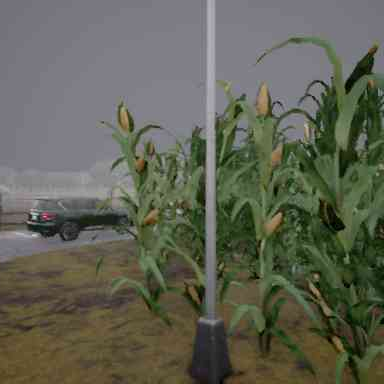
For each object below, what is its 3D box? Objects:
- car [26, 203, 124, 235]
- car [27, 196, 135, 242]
[{"bbox_3d":[-6.764,1.502,19.910,2.033,1.411,5.357,2,1,35],"label":"car"},{"bbox_3d":[-5.479,1.247,17.147,2.150,2.045,5.566,2,1,37],"label":"car"}]
